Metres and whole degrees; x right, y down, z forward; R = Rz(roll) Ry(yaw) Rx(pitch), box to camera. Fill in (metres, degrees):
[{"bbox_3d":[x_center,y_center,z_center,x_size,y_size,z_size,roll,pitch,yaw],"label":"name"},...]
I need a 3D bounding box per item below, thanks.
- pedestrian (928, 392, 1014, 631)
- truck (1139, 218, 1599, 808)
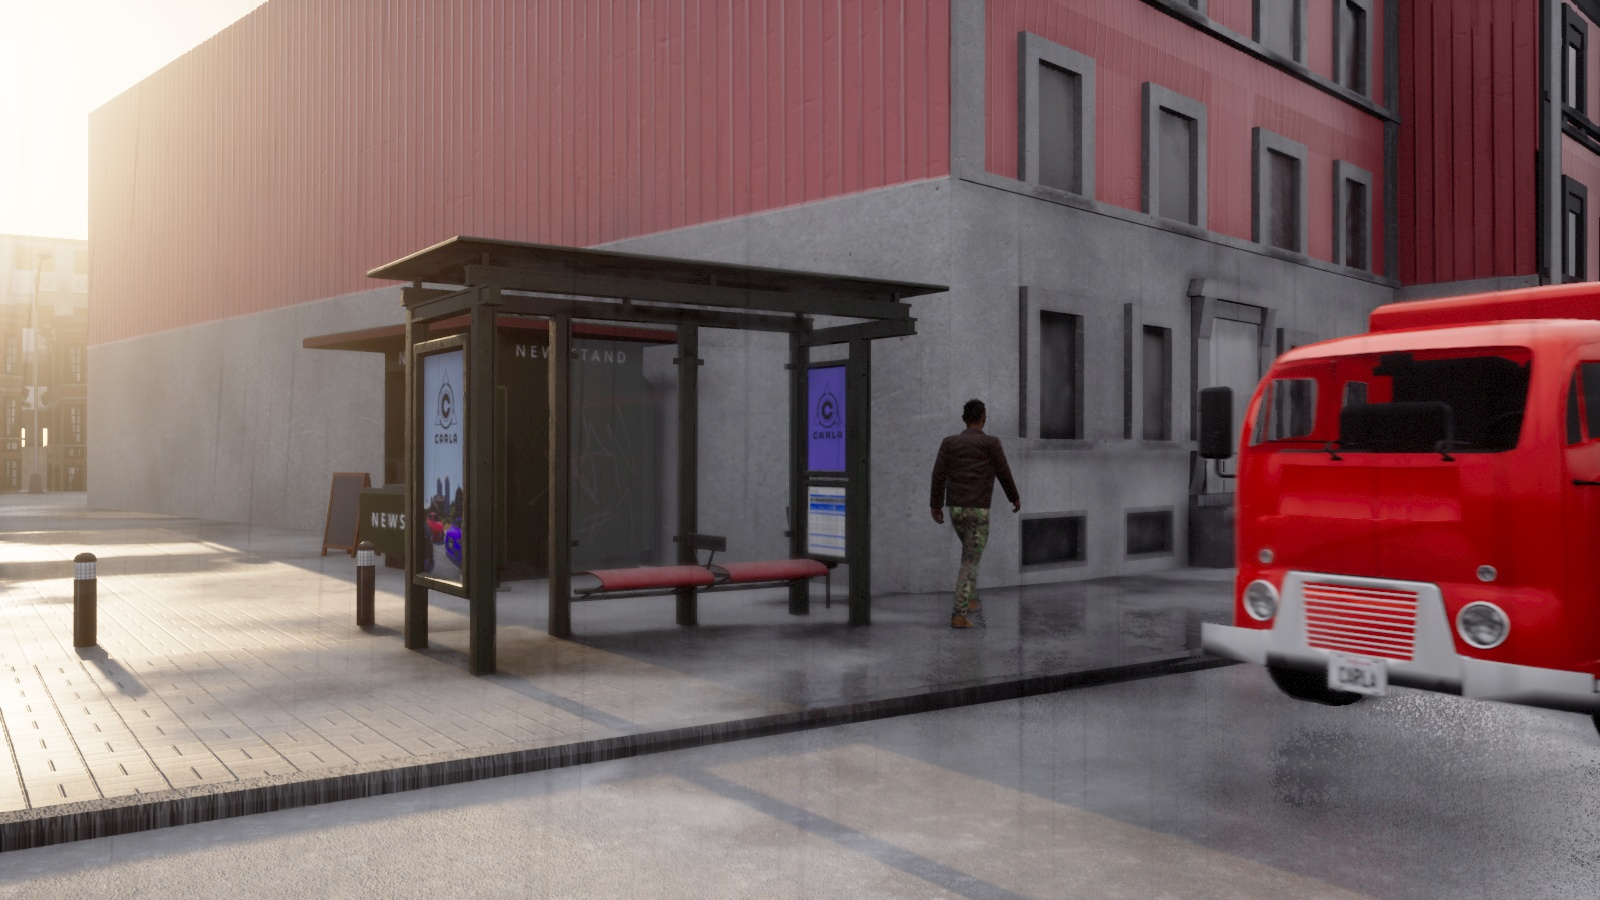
[{"bbox_3d":[1.382,0.476,10.102,0.431,1.840,0.703,0,0,33],"label":"pedestrian"},{"bbox_3d":[4.842,0.267,7.644,5.204,2.467,2.627,0,0,-35],"label":"truck"}]
